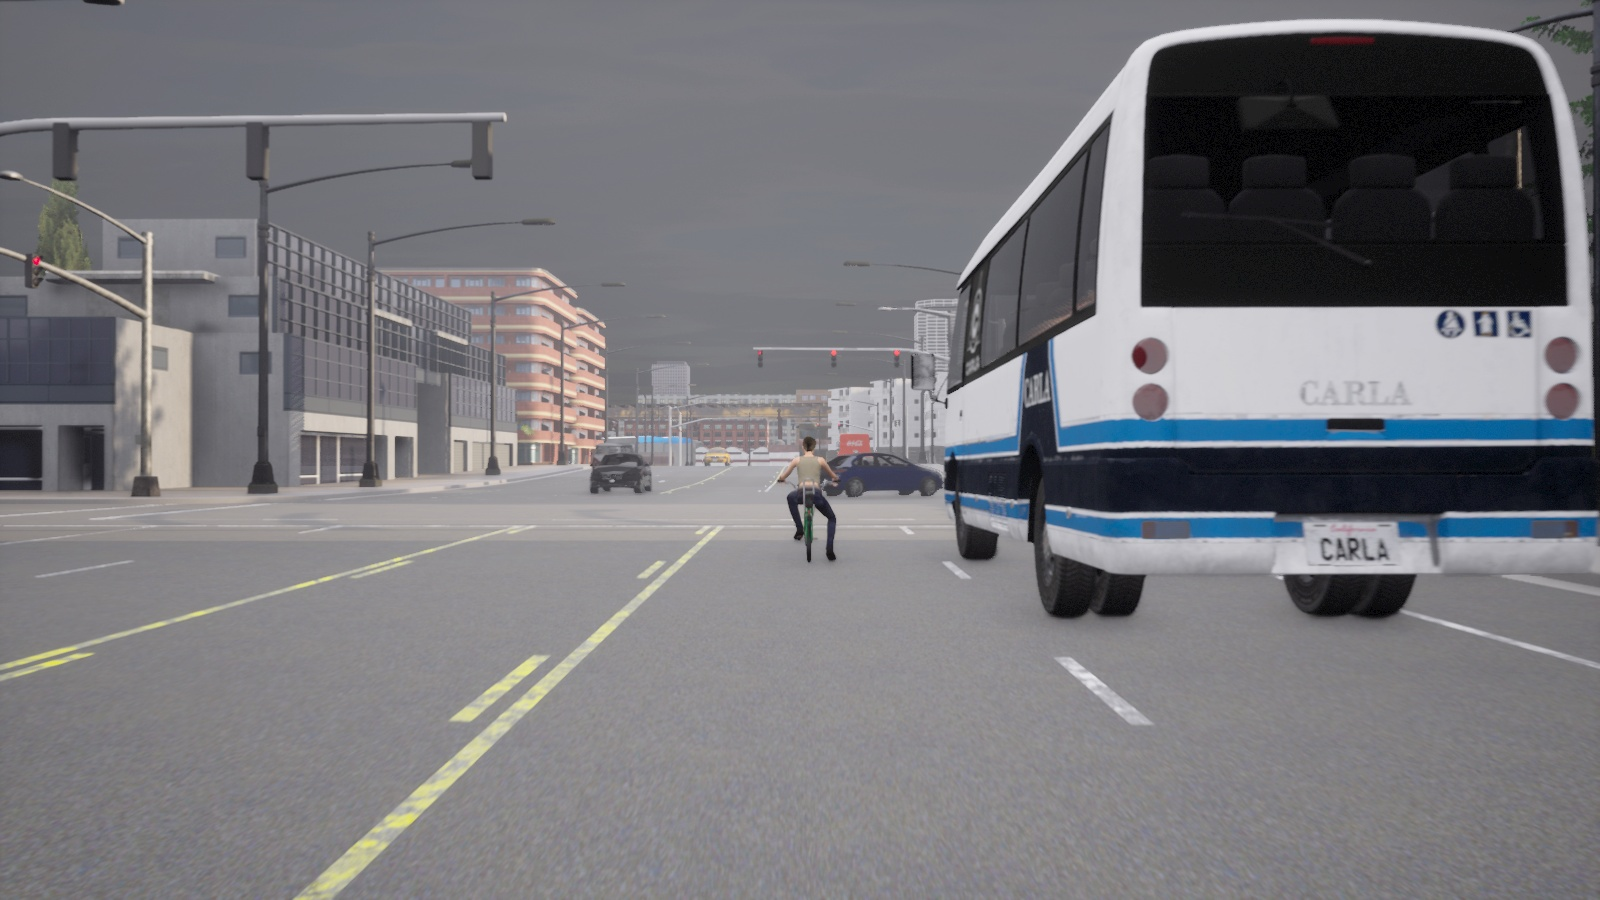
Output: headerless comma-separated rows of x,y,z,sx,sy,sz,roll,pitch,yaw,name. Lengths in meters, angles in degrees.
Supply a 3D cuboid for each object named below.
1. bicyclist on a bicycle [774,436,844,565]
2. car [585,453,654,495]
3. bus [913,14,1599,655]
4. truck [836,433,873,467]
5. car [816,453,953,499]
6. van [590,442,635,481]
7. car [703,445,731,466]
0.114,0.627,16.346,0.866,1.612,1.509,0,0,0,bicyclist on a bicycle
-6.715,0.854,47.223,1.837,1.490,4.892,0,0,0,car
3.624,-0.682,13.456,3.944,4.253,10.273,0,-1,0,bus
4.058,0.010,94.909,2.627,2.467,5.204,0,0,0,truck
2.808,0.834,41.786,4.193,1.474,1.816,0,0,-25,car
-10.097,0.583,67.868,1.775,1.987,4.442,0,1,0,van
-6.427,0.438,97.623,1.801,1.575,5.366,0,0,0,car
